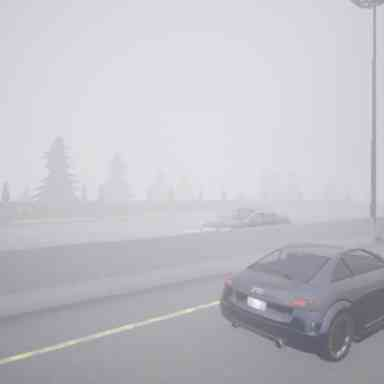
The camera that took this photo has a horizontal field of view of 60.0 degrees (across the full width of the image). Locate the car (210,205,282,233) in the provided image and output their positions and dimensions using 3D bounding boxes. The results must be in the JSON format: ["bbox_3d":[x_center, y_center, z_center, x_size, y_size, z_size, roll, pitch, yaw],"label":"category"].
[{"bbox_3d":[3.362,1.587,20.347,4.181,1.385,1.994,1,0,-39],"label":"car"}]

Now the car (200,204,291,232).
[{"bbox_3d":[2.539,1.508,15.203,4.902,1.511,2.128,1,0,-39],"label":"car"}]

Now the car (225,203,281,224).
[{"bbox_3d":[4.827,1.600,26.003,4.181,1.385,1.994,1,0,-39],"label":"car"}]

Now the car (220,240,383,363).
[{"bbox_3d":[2.503,1.585,6.011,4.181,1.385,1.994,1,0,-38],"label":"car"}]
